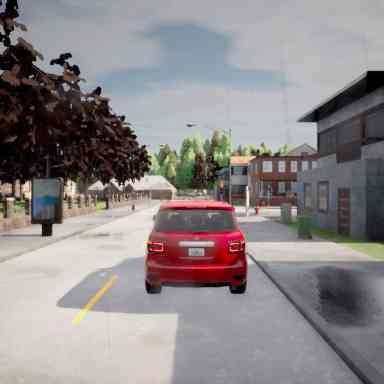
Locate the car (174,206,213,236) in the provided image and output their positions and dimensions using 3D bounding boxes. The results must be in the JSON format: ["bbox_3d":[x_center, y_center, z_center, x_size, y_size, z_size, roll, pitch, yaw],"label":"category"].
[{"bbox_3d":[0.065,1.564,19.289,1.994,1.385,4.181,0,0,0],"label":"car"}]

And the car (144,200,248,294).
[{"bbox_3d":[0.079,1.221,8.921,2.150,2.045,5.566,0,0,0],"label":"car"}]
